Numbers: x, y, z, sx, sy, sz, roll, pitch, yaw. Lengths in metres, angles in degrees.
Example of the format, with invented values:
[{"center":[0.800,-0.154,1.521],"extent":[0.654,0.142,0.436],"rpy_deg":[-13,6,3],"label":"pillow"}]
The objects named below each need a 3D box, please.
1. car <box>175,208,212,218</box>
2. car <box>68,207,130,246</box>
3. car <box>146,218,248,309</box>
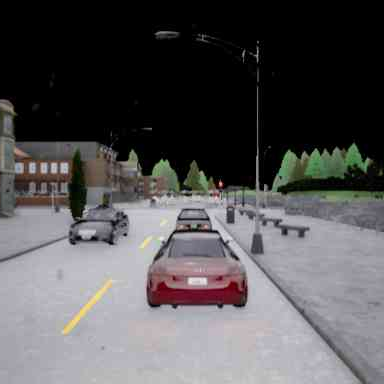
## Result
[{"center":[0.072,1.552,17.190],"extent":[2.033,1.411,5.357],"rpy_deg":[0,0,0],"label":"car"},{"center":[-4.108,1.496,15.406],"extent":[2.128,1.511,4.902],"rpy_deg":[0,0,0],"label":"car"},{"center":[0.089,1.566,7.954],"extent":[1.994,1.385,4.181],"rpy_deg":[0,0,0],"label":"car"}]
